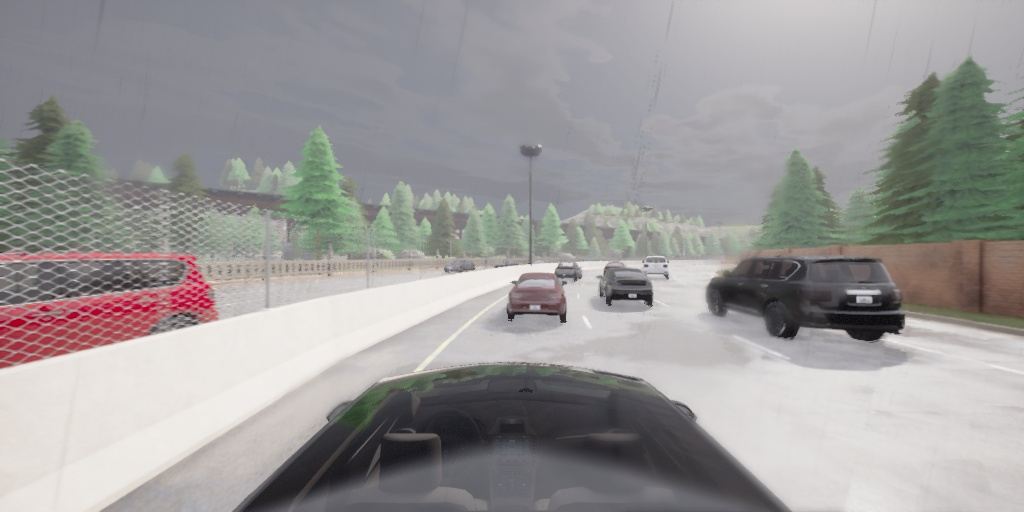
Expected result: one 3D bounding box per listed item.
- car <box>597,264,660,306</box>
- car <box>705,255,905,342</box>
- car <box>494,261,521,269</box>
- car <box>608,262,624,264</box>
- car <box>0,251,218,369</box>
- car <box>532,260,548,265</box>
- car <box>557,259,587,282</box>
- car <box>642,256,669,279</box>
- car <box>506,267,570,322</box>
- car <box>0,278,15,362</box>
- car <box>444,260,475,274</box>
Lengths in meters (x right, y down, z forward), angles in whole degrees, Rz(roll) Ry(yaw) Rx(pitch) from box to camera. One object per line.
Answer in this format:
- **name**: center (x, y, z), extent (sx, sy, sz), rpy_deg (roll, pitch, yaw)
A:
- **car**: center (4.998, 1.277, 16.124), extent (1.837, 1.490, 4.892), rpy_deg (0, 0, 9)
- **car**: center (7.654, 1.006, 10.192), extent (2.150, 2.045, 5.566), rpy_deg (0, 0, 6)
- **car**: center (-0.611, 1.345, 45.526), extent (1.895, 1.301, 4.718), rpy_deg (0, 0, 25)
- **car**: center (9.777, 1.270, 33.675), extent (1.882, 1.535, 5.008), rpy_deg (0, 0, 20)
- **car**: center (-6.933, 0.940, 4.706), extent (2.150, 2.045, 5.566), rpy_deg (0, 0, 3)
- **car**: center (3.398, 1.289, 45.721), extent (1.812, 1.442, 4.674), rpy_deg (0, 0, 26)
- **car**: center (4.734, 1.261, 29.812), extent (2.128, 1.511, 4.902), rpy_deg (0, 0, 17)
- **car**: center (13.575, 1.031, 33.855), extent (2.150, 2.045, 5.566), rpy_deg (0, 0, 22)
- **car**: center (0.915, 1.279, 12.334), extent (1.812, 1.442, 4.674), rpy_deg (0, 0, 7)
- **car**: center (-10.398, 1.180, 4.282), extent (1.882, 1.535, 5.008), rpy_deg (0, 0, 2)
- **car**: center (-6.070, 1.211, 41.573), extent (2.128, 1.511, 4.902), rpy_deg (0, 0, 22)
